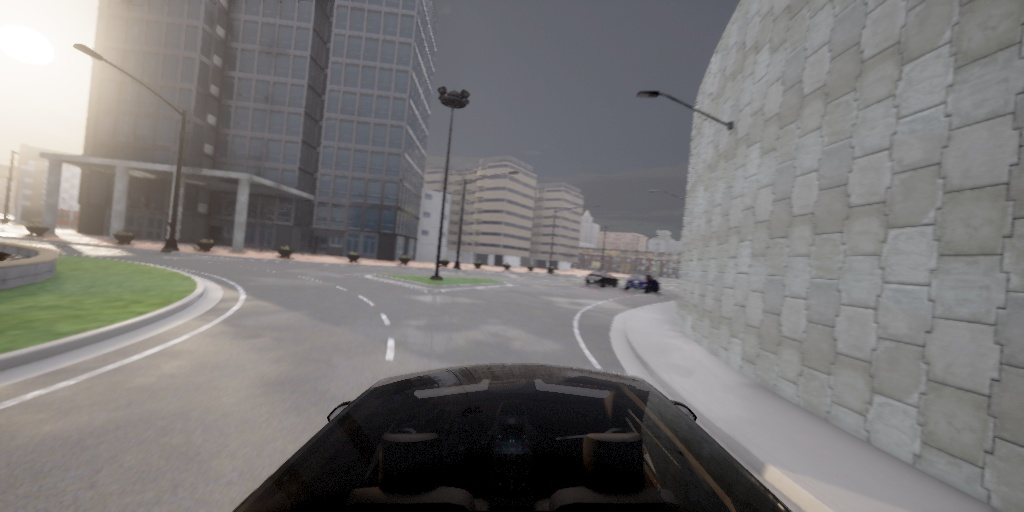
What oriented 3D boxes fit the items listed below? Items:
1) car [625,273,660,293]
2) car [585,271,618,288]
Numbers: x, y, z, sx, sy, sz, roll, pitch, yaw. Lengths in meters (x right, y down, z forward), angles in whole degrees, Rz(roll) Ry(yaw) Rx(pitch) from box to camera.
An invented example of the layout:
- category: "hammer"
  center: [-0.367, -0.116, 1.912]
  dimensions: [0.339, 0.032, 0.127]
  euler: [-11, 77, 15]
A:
- category: "car"
  center: [12.346, 2.449, 33.654]
  dimensions: [2.097, 1.767, 4.553]
  euler: [5, 0, 37]
- category: "car"
  center: [8.769, 2.254, 34.725]
  dimensions: [2.128, 1.511, 4.902]
  euler: [5, 0, 37]
